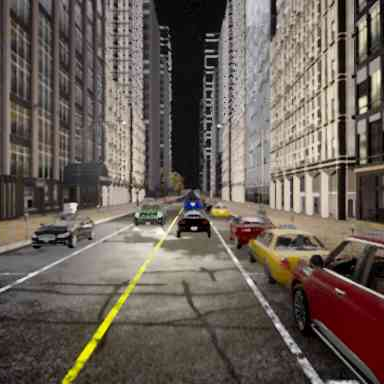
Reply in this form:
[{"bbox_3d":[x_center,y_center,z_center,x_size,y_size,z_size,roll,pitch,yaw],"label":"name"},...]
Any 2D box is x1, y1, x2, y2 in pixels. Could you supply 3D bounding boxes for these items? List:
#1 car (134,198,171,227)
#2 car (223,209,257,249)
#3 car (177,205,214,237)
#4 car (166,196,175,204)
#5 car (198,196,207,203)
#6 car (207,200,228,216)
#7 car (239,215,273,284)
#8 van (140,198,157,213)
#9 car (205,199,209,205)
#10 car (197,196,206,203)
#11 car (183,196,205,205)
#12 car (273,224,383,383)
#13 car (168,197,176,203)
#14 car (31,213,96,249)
[{"bbox_3d":[-2.996,1.569,24.940,2.097,1.767,4.553,0,0,0],"label":"car"},{"bbox_3d":[2.689,1.678,15.186,1.887,1.381,4.507,0,0,0],"label":"car"},{"bbox_3d":[0.103,1.693,19.129,1.812,1.442,4.674,0,0,0],"label":"car"},{"bbox_3d":[-5.680,2.171,77.870,1.887,1.381,4.507,0,0,0],"label":"car"},{"bbox_3d":[2.702,2.019,89.264,2.192,1.841,5.009,0,0,0],"label":"car"},{"bbox_3d":[2.693,1.804,32.451,1.752,1.417,4.829,0,0,0],"label":"car"},{"bbox_3d":[2.688,1.611,9.658,1.752,1.417,4.829,0,0,0],"label":"car"},{"bbox_3d":[-5.687,1.711,43.684,1.690,1.788,3.998,0,0,0],"label":"van"},{"bbox_3d":[2.695,1.934,43.677,1.947,1.339,4.313,0,0,0],"label":"car"},{"bbox_3d":[2.703,2.056,94.962,2.192,1.841,5.009,0,0,0],"label":"car"},{"bbox_3d":[0.108,1.558,39.640,2.150,2.045,5.566,0,-1,0],"label":"car"},{"bbox_3d":[2.686,1.349,3.792,2.192,1.841,5.009,0,-1,0],"label":"car"},{"bbox_3d":[-5.677,2.182,94.965,1.967,1.590,4.097,0,0,0],"label":"car"},{"bbox_3d":[-5.691,1.686,15.189,2.008,1.369,4.403,0,0,0],"label":"car"}]
